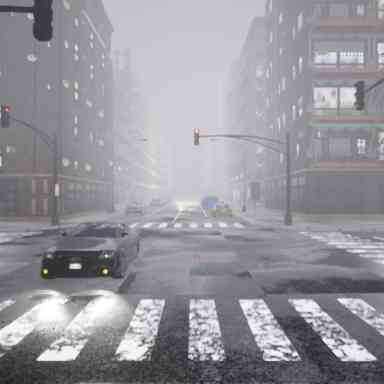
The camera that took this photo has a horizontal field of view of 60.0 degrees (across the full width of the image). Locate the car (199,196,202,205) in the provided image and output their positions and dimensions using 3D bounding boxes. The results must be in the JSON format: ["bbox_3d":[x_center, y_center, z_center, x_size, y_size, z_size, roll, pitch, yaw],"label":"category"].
[{"bbox_3d":[2.561,1.333,49.839,2.192,1.841,5.009,1,0,0],"label":"car"}]

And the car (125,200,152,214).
[{"bbox_3d":[-5.446,1.556,32.805,2.008,1.369,4.403,1,0,0],"label":"car"}]

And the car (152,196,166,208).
[{"bbox_3d":[-5.322,1.600,49.778,1.802,1.307,4.206,1,0,0],"label":"car"}]

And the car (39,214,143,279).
[{"bbox_3d":[-2.752,1.564,9.838,1.994,1.385,4.181,0,0,0],"label":"car"}]

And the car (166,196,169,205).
[{"bbox_3d":[-5.324,1.548,55.266,1.752,1.417,4.829,1,0,0],"label":"car"}]

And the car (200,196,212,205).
[{"bbox_3d":[2.556,1.469,61.152,1.967,1.590,4.097,1,0,0],"label":"car"}]

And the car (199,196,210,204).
[{"bbox_3d":[2.553,1.586,66.808,2.008,1.369,4.403,1,0,0],"label":"car"}]

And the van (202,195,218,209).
[{"bbox_3d":[2.595,1.354,44.186,1.690,1.788,3.998,1,0,0],"label":"van"}]

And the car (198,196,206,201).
[{"bbox_3d":[2.547,1.604,83.776,1.887,1.381,4.507,1,0,0],"label":"car"}]

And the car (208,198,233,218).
[{"bbox_3d":[2.695,1.529,30.352,1.752,1.417,4.829,1,0,0],"label":"car"}]

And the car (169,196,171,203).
[{"bbox_3d":[-5.326,1.611,61.094,1.802,1.307,4.206,1,0,0],"label":"car"}]
